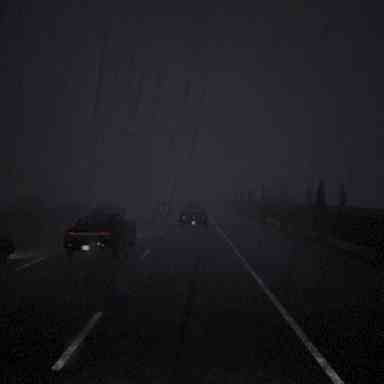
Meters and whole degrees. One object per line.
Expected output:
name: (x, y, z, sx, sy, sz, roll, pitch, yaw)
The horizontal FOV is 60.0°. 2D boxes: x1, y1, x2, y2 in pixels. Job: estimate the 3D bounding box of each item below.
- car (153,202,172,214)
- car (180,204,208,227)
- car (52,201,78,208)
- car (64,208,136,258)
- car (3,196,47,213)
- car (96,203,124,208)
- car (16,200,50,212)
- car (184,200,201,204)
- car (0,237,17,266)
car: (-3.395, 1.816, 38.842, 2.033, 1.411, 5.357, 0, 0, 0)
car: (0.103, 1.769, 24.205, 1.895, 1.301, 4.718, 0, 0, 0)
car: (-14.090, 1.765, 37.276, 1.837, 1.490, 4.892, 0, -1, 0)
car: (-3.398, 1.583, 13.072, 2.128, 1.511, 4.902, 0, 0, 0)
car: (-17.592, 1.465, 35.175, 2.150, 2.045, 5.566, 0, 0, 0)
car: (-6.897, 1.672, 28.035, 1.882, 1.535, 5.008, 0, 0, 0)
car: (-21.076, 1.799, 44.246, 2.128, 1.511, 4.902, 0, 0, 0)
car: (0.104, 1.792, 41.656, 1.837, 1.490, 4.892, 0, -1, 0)
car: (-6.899, 1.610, 8.863, 2.033, 1.411, 5.357, 0, 0, 0)
